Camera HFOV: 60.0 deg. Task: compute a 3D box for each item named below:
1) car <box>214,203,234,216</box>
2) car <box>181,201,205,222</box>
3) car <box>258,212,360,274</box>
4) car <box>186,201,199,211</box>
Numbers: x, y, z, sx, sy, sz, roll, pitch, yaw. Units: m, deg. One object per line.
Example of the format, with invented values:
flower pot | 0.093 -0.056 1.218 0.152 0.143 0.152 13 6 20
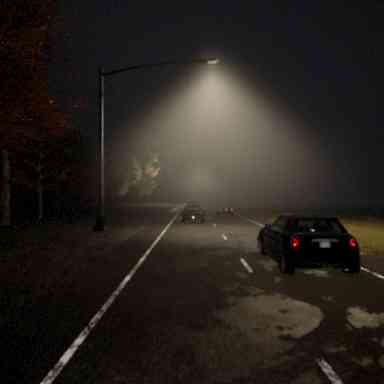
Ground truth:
car | 3.599 1.938 37.682 2.033 1.411 5.357 0 -1 0
car | 0.100 1.815 29.581 1.837 1.490 4.892 0 0 0
car | 3.597 1.472 11.100 2.097 1.767 4.553 0 -1 0
car | 0.098 2.082 52.143 2.033 1.411 5.357 0 -1 0
